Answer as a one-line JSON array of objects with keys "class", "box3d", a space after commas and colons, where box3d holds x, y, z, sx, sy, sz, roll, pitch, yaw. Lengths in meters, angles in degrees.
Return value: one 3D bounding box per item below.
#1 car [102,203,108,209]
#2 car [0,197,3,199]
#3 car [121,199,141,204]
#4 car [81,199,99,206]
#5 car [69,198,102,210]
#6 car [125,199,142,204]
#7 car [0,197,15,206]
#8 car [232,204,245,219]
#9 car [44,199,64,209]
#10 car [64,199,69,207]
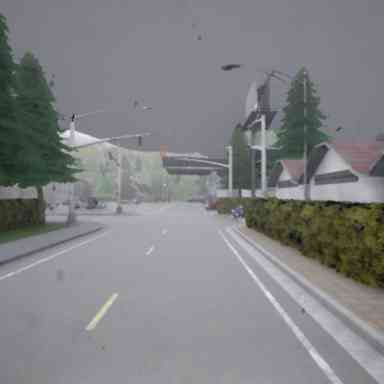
[{"class": "car", "box3d": [-16.159, 2.146, 55.859, 3.806, 1.475, 1.970, 0, -1, 0]}, {"class": "car", "box3d": [-42.109, 2.084, 71.614, 3.866, 1.878, 1.905, 0, -1, 0]}, {"class": "car", "box3d": [-16.398, 2.594, 90.113, 5.027, 1.636, 2.152, 0, -1, 0]}, {"class": "car", "box3d": [-24.007, 2.418, 78.226, 3.633, 1.501, 1.845, 0, -1, 0]}, {"class": "car", "box3d": [-16.752, 1.815, 52.535, 3.866, 1.878, 1.905, 0, -1, 0]}, {"class": "car", "box3d": [-16.468, 2.647, 93.249, 4.514, 1.523, 2.007, 0, -1, 0]}, {"class": "car", "box3d": [-42.537, 2.145, 74.517, 4.605, 1.855, 1.932, 0, -1, 0]}, {"class": "car", "box3d": [5.712, 1.892, 33.156, 1.812, 1.442, 4.674, -1, 1, 40]}, {"class": "car", "box3d": [-24.638, 1.881, 55.778, 4.605, 1.855, 1.932, 0, -1, 0]}, {"class": "car", "box3d": [-23.995, 2.256, 68.234, 4.514, 1.523, 2.007, 0, -1, 0]}]
